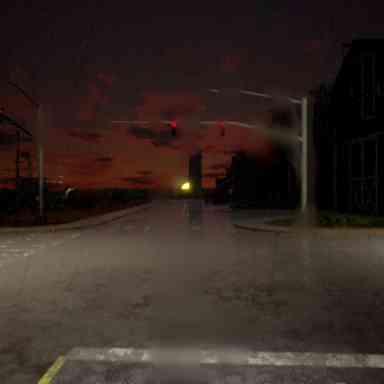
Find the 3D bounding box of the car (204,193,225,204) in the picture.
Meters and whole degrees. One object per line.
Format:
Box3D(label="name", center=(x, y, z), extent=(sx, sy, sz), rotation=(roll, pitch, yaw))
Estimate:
Box3D(label="car", center=(4.157, 1.206, 61.119), extent=(1.905, 1.878, 3.866), rotation=(-8, 3, -42))
